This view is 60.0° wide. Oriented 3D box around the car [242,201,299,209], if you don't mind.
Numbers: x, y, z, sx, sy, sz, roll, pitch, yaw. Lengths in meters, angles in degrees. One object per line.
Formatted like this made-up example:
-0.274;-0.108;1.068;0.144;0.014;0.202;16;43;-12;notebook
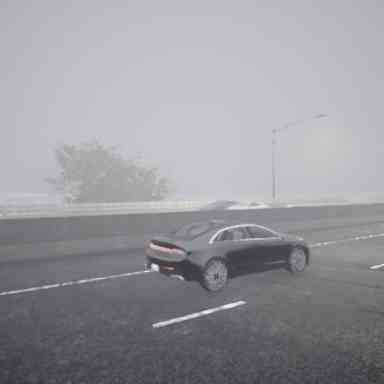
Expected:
6.800;1.532;26.037;5.357;1.411;2.033;0;0;-35;car

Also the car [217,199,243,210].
4.776;1.510;28.890;4.674;1.442;1.812;0;0;-35;car

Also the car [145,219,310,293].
1.154;1.487;8.876;4.902;1.511;2.128;0;0;-35;car

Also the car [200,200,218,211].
2.957;1.490;31.889;4.892;1.490;1.837;0;0;-35;car
